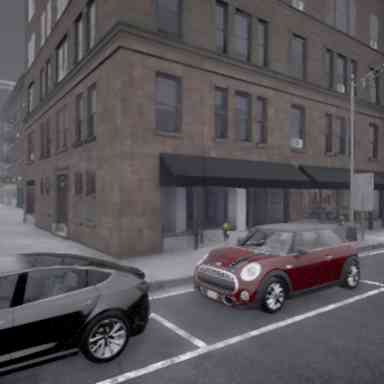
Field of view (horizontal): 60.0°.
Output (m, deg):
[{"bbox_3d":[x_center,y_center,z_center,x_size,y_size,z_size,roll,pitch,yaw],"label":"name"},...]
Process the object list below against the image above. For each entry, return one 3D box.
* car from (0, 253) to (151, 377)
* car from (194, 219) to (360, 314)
[{"bbox_3d":[-2.610,1.568,4.326,4.313,1.339,1.947,0,0,-36],"label":"car"},{"bbox_3d":[2.016,1.476,7.626,4.097,1.590,1.967,0,0,-36],"label":"car"}]
